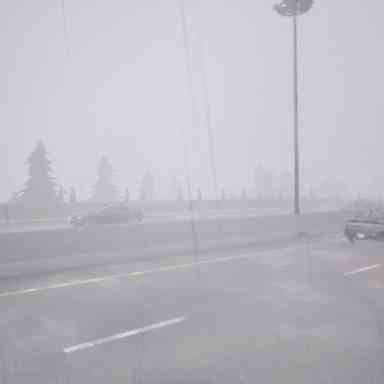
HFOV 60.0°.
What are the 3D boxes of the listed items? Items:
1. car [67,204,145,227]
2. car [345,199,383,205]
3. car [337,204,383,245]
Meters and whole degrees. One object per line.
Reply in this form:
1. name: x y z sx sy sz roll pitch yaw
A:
1. car: -5.487 1.517 21.609 4.902 1.511 2.128 0 0 -36
2. car: 13.279 1.501 26.503 4.181 1.385 1.994 0 0 -36
3. car: 8.435 1.452 14.147 4.902 1.511 2.128 0 0 -36
